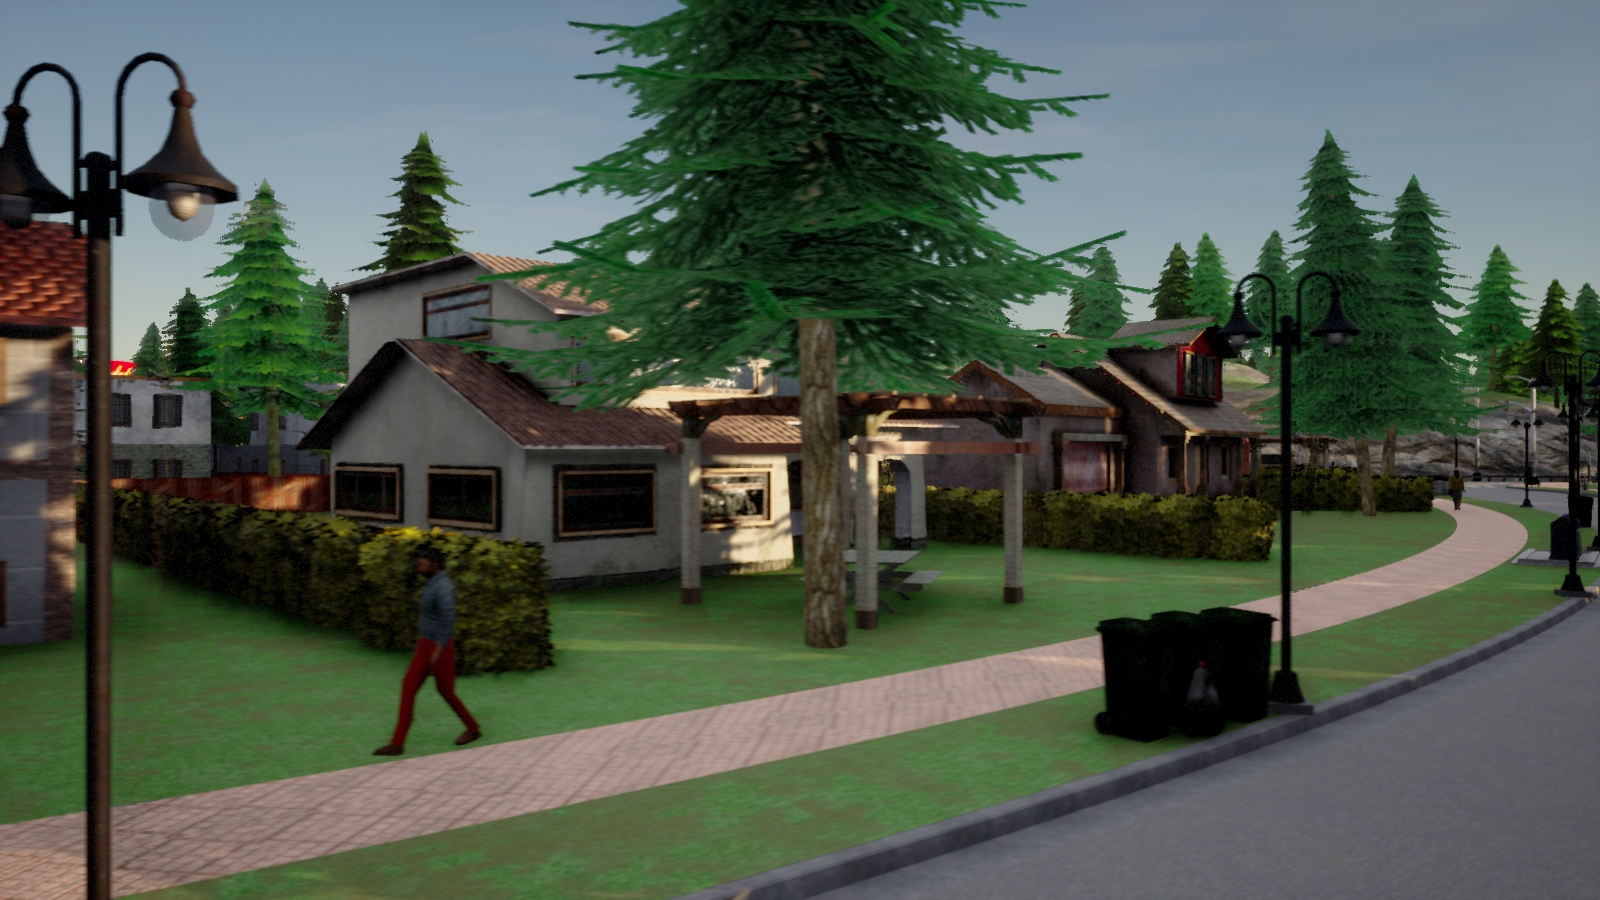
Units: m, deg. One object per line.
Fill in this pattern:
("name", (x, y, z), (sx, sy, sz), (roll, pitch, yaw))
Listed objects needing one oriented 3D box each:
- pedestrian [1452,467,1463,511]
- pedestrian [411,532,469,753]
("pedestrian", (28.101, 1.667, 48.840), (0.375, 1.860, 0.375), (0, 0, 25))
("pedestrian", (-3.163, 1.664, 10.032), (0.375, 1.860, 0.375), (0, 0, -40))
